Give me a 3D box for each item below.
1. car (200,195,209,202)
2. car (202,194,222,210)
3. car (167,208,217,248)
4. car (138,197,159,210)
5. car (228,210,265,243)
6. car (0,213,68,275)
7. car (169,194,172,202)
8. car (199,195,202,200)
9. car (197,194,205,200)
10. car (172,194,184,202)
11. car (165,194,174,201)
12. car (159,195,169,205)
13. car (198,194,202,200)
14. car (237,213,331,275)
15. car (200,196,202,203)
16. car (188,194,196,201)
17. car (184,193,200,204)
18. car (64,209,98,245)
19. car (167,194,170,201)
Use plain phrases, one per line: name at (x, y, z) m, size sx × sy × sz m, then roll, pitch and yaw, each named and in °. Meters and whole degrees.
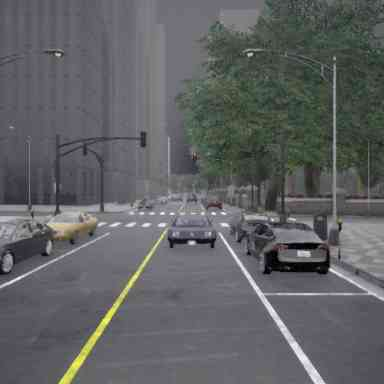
car at (2.763, 1.495, 75.211) m, size 1.967 × 1.590 × 4.097 m, roll 0°, pitch 0°, yaw 0°
car at (2.763, 1.329, 42.473) m, size 2.192 × 1.841 × 5.009 m, roll 0°, pitch 0°, yaw 0°
car at (0.000, 1.617, 14.680) m, size 1.895 × 1.301 × 4.718 m, roll 0°, pitch 0°, yaw 0°
car at (-5.762, 1.580, 42.463) m, size 1.947 × 1.339 × 4.313 m, roll 0°, pitch 0°, yaw 0°
car at (2.763, 1.550, 15.807) m, size 2.008 × 1.369 × 4.403 m, roll 0°, pitch 0°, yaw 0°
car at (-5.762, 1.549, 10.286) m, size 2.008 × 1.369 × 4.403 m, roll 0°, pitch 0°, yaw 0°
car at (-5.763, 1.630, 69.748) m, size 1.802 × 1.307 × 4.206 m, roll 0°, pitch 0°, yaw 0°
car at (2.763, 1.585, 58.841) m, size 2.008 × 1.369 × 4.403 m, roll 0°, pitch 0°, yaw 0°
car at (2.387, 1.435, 93.098) m, size 2.097 × 1.767 × 4.553 m, roll 0°, pitch 0°, yaw 0°
car at (-3.000, 1.603, 74.229) m, size 1.895 × 1.301 × 4.718 m, roll 0°, pitch 0°, yaw 0°
car at (-5.763, 1.384, 86.120) m, size 2.192 × 1.841 × 5.009 m, roll 0°, pitch 0°, yaw 0°
car at (-5.763, 1.585, 58.834) m, size 2.008 × 1.369 × 4.403 m, roll 0°, pitch 0°, yaw 0°
car at (2.763, 1.592, 64.298) m, size 2.008 × 1.369 × 4.403 m, roll 0°, pitch 0°, yaw 0°
car at (2.763, 1.565, 10.294) m, size 1.947 × 1.339 × 4.313 m, roll 0°, pitch 0°, yaw 0°
car at (2.763, 1.593, 53.385) m, size 1.947 × 1.339 × 4.313 m, roll 0°, pitch 0°, yaw 0°
car at (0.000, 1.342, 82.977) m, size 2.097 × 1.767 × 4.553 m, roll 0°, pitch 0°, yaw 0°
car at (0.000, 1.303, 67.211) m, size 2.150 × 2.045 × 5.566 m, roll 0°, pitch 0°, yaw 0°
car at (-5.762, 1.525, 15.628) m, size 1.752 × 1.417 × 4.829 m, roll 0°, pitch 0°, yaw 0°
car at (-5.763, 1.623, 64.291) m, size 1.802 × 1.307 × 4.206 m, roll 0°, pitch 0°, yaw 0°
